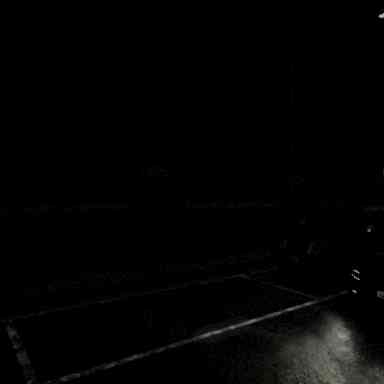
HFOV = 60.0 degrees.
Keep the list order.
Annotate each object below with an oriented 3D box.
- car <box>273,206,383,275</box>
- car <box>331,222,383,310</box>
[{"bbox_3d":[4.618,1.371,9.816,5.009,1.841,2.192,0,0,-35],"label":"car"},{"bbox_3d":[5.363,1.529,7.172,5.008,1.535,1.882,0,0,-35],"label":"car"}]
